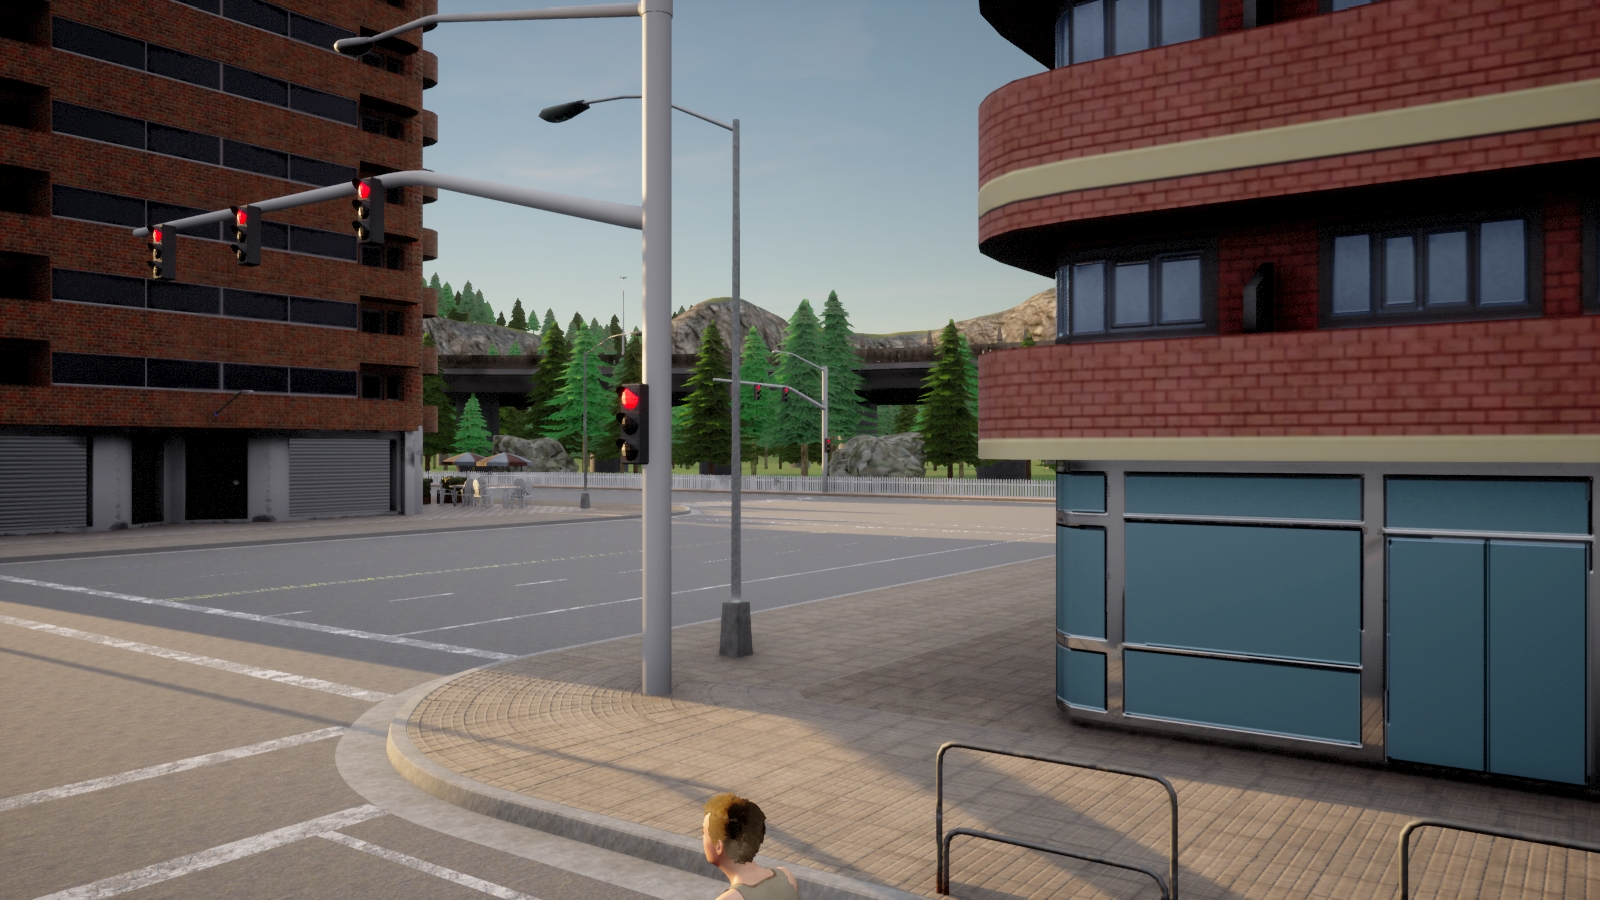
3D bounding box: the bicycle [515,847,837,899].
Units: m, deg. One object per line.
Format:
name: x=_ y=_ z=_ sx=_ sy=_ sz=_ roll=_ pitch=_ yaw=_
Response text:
bicycle: x=-0.301 y=2.233 z=4.022 sx=1.487 sy=1.126 sz=0.859 roll=0 pitch=0 yaw=35
